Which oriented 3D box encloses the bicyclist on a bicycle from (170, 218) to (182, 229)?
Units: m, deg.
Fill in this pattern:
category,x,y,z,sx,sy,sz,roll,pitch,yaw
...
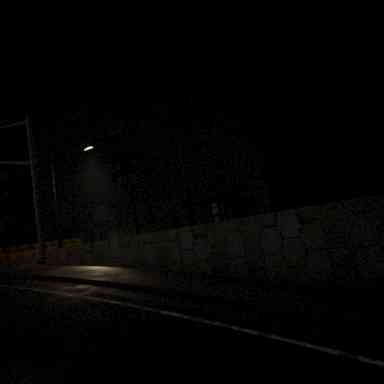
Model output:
category,x,y,z,sx,sy,sz,roll,pitch,yaw
bicyclist on a bicycle,-1.315,2.911,27.267,1.656,1.620,0.582,-14,-8,36
